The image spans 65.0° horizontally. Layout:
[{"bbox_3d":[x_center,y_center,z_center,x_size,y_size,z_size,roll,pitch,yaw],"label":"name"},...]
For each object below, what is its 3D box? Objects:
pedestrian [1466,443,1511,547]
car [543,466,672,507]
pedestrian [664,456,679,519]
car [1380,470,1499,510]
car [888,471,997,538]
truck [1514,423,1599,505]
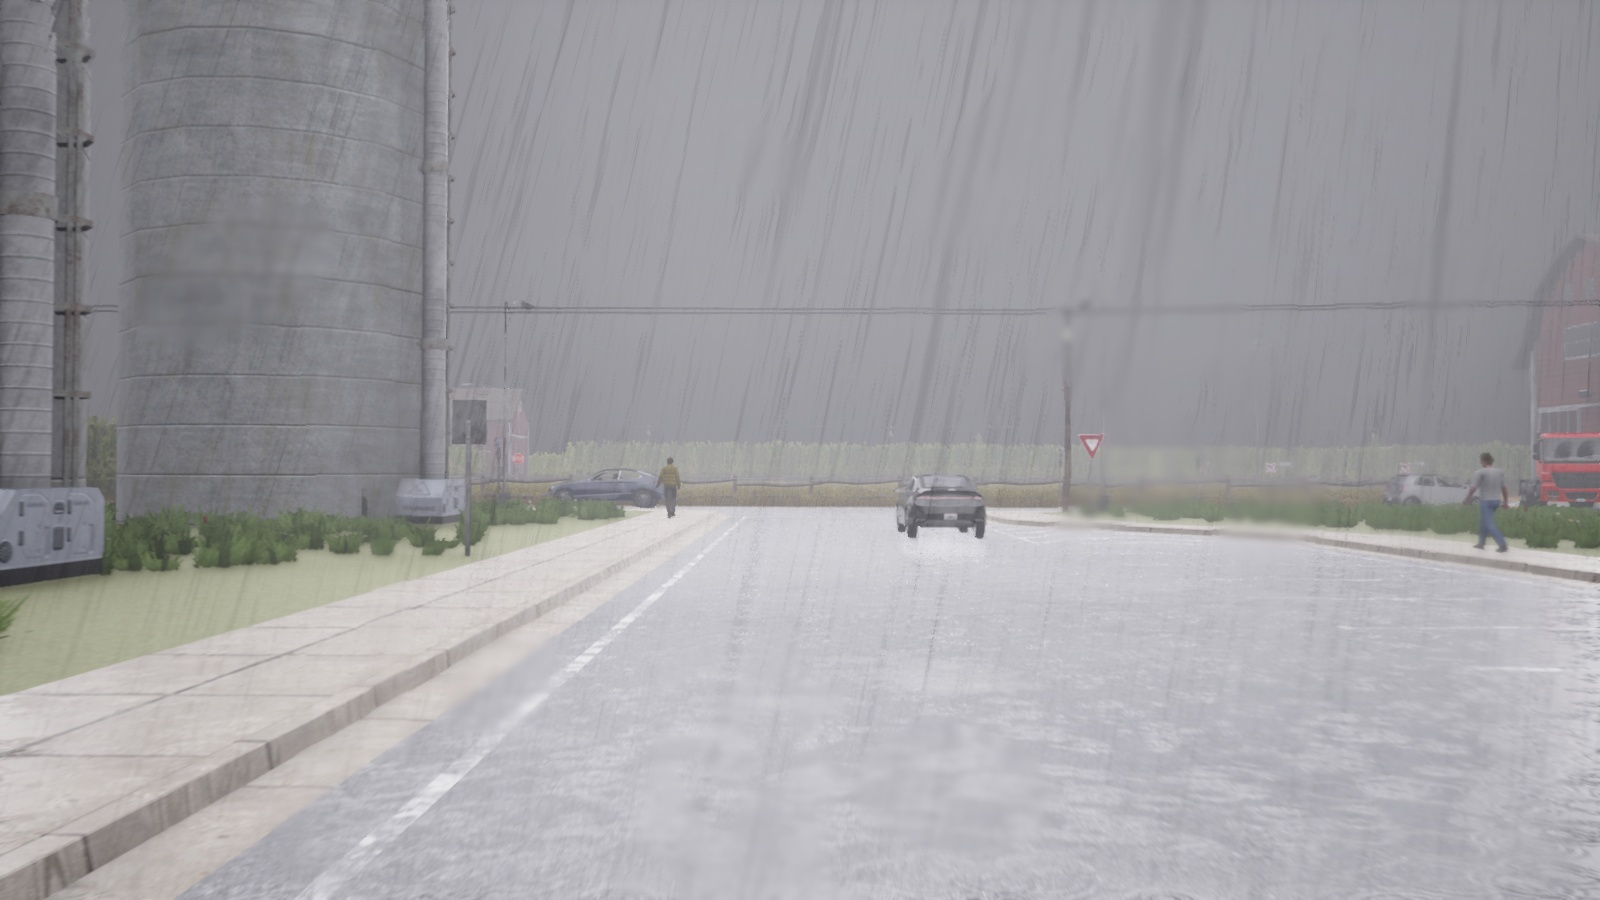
[{"bbox_3d":[12.318,0.797,22.476,0.354,1.836,0.706,0,-1,-7],"label":"pedestrian"},{"bbox_3d":[-7.988,1.503,52.437,5.027,1.651,2.152,0,-1,1],"label":"car"},{"bbox_3d":[-3.833,1.112,37.427,0.370,1.835,0.726,0,-1,0],"label":"pedestrian"},{"bbox_3d":[24.685,1.543,48.568,3.633,1.501,1.845,0,-1,0],"label":"car"},{"bbox_3d":[3.426,1.278,31.103,2.128,1.511,4.902,0,-1,0],"label":"car"},{"bbox_3d":[34.604,0.647,56.923,2.891,3.462,7.936,-1,-1,23],"label":"truck"}]
